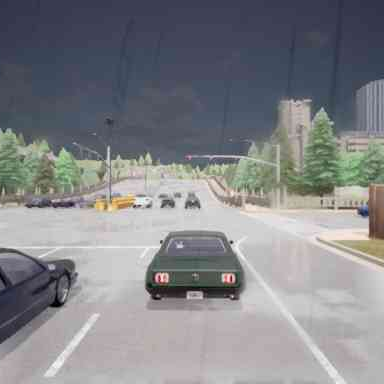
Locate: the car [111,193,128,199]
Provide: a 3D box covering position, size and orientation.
[{"bbox_3d":[-14.076,1.476,62.730,2.128,1.511,4.902,0,0,0],"label":"car"}]

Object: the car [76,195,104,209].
[{"bbox_3d":[-14.091,1.519,46.121,1.812,1.442,4.674,0,0,0],"label":"car"}]

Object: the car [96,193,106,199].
[{"bbox_3d":[-17.568,1.464,62.168,1.882,1.535,5.008,0,0,0],"label":"car"}]

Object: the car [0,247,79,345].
[{"bbox_3d":[-3.431,1.547,4.894,2.033,1.411,5.357,0,0,0],"label":"car"}]

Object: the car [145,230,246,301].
[{"bbox_3d":[0.108,1.600,8.304,1.895,1.301,4.718,0,0,1],"label":"car"}]

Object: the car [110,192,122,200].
[{"bbox_3d":[-17.603,0.976,77.211,1.837,1.490,4.892,0,3,0],"label":"car"}]

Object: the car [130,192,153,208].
[{"bbox_3d":[-6.896,1.215,47.412,2.150,2.045,5.566,0,0,0],"label":"car"}]

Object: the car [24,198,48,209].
[{"bbox_3d":[-21.089,1.541,46.069,2.033,1.411,5.357,0,0,0],"label":"car"}]

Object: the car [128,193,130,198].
[{"bbox_3d":[-14.108,0.884,78.025,1.882,1.535,5.008,0,3,0],"label":"car"}]

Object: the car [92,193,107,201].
[{"bbox_3d":[-21.098,1.078,76.177,2.128,1.511,4.902,0,3,0],"label":"car"}]

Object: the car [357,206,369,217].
[{"bbox_3d":[16.999,1.474,28.842,5.008,1.535,1.882,0,0,0],"label":"car"}]

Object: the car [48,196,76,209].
[{"bbox_3d":[-17.589,1.594,45.785,1.895,1.301,4.718,0,0,0],"label":"car"}]

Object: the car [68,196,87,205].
[{"bbox_3d":[-21.064,1.516,61.303,1.812,1.442,4.674,0,0,0],"label":"car"}]

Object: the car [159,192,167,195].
[{"bbox_3d":[-7.130,0.752,82.072,1.895,1.301,4.718,0,6,0],"label":"car"}]

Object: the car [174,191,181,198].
[{"bbox_3d":[-3.636,0.576,83.300,2.128,1.511,4.902,0,6,0],"label":"car"}]

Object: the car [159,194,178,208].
[{"bbox_3d":[-3.396,1.498,48.396,1.837,1.490,4.892,0,0,0],"label":"car"}]

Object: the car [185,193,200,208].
[{"bbox_3d":[0.103,1.345,48.035,2.097,1.767,4.553,0,0,0],"label":"car"}]
